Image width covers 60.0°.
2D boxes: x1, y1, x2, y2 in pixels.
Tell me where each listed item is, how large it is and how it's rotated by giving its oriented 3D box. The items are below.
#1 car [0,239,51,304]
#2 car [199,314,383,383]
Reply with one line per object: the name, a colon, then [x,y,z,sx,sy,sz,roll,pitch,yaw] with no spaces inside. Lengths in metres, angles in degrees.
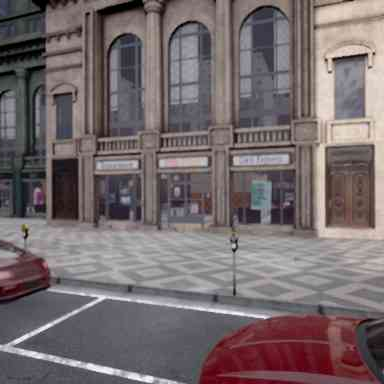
car: [-4.940,1.589,6.962,4.206,1.307,1.802,0,0,20]
car: [2.480,1.481,2.163,5.008,1.535,1.882,0,0,18]
